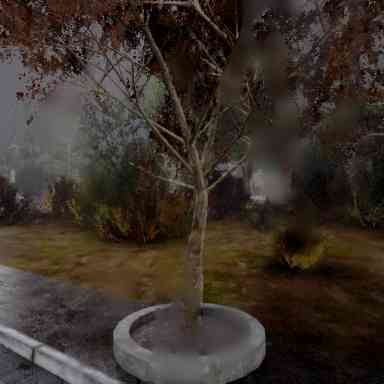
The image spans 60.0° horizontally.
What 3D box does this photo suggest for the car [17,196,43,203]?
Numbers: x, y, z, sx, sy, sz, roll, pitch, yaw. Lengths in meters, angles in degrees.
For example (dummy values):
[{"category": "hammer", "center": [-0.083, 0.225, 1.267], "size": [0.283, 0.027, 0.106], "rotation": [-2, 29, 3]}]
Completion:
[{"category": "car", "center": [-22.061, 1.216, 44.900], "size": [2.033, 1.411, 5.357], "rotation": [1, 0, 32]}]
